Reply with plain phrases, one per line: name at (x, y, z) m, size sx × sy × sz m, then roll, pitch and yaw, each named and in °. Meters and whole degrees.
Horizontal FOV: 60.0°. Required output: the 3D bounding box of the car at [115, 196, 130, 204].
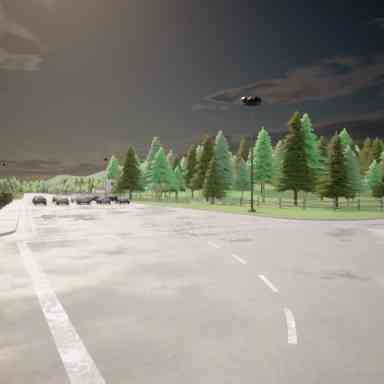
car at (-13.037, 1.601, 62.193) m, size 1.895 × 1.301 × 4.718 m, roll 0°, pitch 0°, yaw -27°

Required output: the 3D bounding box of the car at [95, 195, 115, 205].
car at (-16.152, 1.491, 60.597) m, size 2.128 × 1.511 × 4.902 m, roll 0°, pitch 0°, yaw -27°

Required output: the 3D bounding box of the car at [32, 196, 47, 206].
car at (-25.699, 1.505, 56.347) m, size 1.837 × 1.490 × 4.892 m, roll 0°, pitch 0°, yaw -26°

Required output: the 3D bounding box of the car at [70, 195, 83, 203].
car at (-23.391, 1.357, 67.227) m, size 1.812 × 1.442 × 4.674 m, roll 0°, pitch 0°, yaw -27°

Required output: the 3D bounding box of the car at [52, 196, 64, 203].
car at (-26.533, 1.428, 65.685) m, size 1.895 × 1.301 × 4.718 m, roll 0°, pitch 0°, yaw -27°

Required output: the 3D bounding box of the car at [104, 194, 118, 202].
car at (-17.133, 1.310, 70.364) m, size 1.882 × 1.535 × 5.008 m, roll 0°, pitch 0°, yaw -27°

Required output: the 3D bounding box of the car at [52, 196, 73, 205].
car at (-22.410, 1.491, 57.460) m, size 2.128 × 1.511 × 4.902 m, roll 0°, pitch 0°, yaw -27°

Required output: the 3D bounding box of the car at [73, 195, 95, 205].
car at (-19.281, 1.491, 59.029) m, size 2.128 × 1.511 × 4.902 m, roll 0°, pitch 0°, yaw -27°

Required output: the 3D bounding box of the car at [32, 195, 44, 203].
car at (-29.649, 1.385, 64.089) m, size 1.994 × 1.385 × 4.181 m, roll 0°, pitch 0°, yaw -27°
